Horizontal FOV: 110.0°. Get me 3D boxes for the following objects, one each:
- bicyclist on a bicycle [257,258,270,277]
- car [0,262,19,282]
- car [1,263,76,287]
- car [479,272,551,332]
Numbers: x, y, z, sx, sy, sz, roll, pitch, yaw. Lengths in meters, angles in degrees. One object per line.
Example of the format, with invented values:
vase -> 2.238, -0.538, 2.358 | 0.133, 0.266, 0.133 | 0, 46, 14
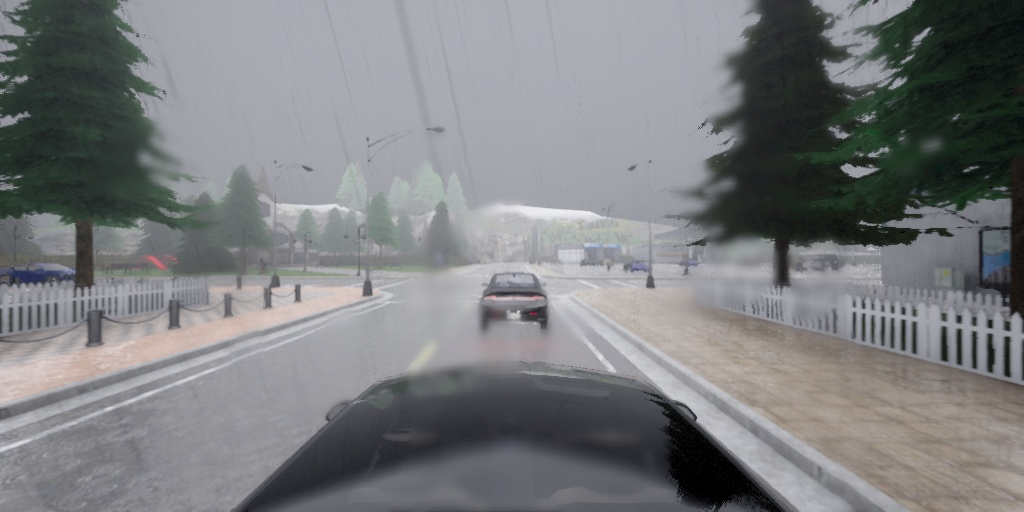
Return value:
bicyclist on a bicycle -> -21.788, 1.036, 31.411 | 0.582, 1.620, 1.656 | 0, 0, 1
car -> -41.979, 1.227, 27.733 | 4.902, 1.511, 2.128 | 0, 0, 1
car -> -31.135, 1.212, 24.024 | 5.008, 1.535, 1.882 | 0, 0, 1
car -> 0.066, 1.240, 10.909 | 2.128, 1.511, 4.902 | 0, 0, 0
